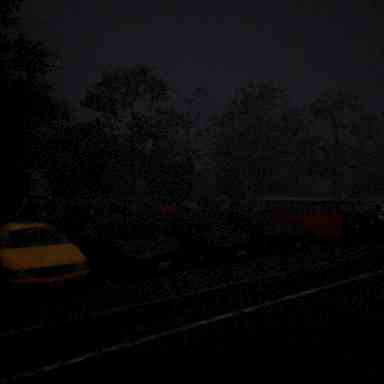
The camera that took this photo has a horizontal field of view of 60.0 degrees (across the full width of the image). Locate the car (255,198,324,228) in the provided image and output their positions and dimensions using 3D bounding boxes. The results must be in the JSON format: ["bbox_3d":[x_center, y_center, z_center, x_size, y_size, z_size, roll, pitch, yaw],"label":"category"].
[{"bbox_3d":[6.579,1.309,22.301,4.553,1.767,2.097,0,0,-35],"label":"car"}]

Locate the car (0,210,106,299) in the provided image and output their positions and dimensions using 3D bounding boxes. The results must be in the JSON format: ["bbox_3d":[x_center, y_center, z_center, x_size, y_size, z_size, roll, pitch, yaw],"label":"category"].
[{"bbox_3d":[-4.279,1.493,8.905,1.946,1.575,5.366,0,0,-35],"label":"car"}]

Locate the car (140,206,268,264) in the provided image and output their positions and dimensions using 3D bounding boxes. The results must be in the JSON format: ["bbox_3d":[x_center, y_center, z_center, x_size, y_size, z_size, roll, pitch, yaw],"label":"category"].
[{"bbox_3d":[0.156,1.505,12.250,2.163,1.488,4.792,0,0,-35],"label":"car"}]

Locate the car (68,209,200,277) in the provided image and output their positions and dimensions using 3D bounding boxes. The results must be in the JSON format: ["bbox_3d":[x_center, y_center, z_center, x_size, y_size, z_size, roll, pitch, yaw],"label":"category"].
[{"bbox_3d":[-2.107,1.516,10.642,2.163,1.488,4.792,0,0,-35],"label":"car"}]

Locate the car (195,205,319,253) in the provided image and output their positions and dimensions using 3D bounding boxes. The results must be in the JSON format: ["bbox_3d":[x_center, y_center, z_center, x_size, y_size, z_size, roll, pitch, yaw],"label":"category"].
[{"bbox_3d":[2.418,1.495,13.859,2.163,1.488,4.792,0,0,-35],"label":"car"}]

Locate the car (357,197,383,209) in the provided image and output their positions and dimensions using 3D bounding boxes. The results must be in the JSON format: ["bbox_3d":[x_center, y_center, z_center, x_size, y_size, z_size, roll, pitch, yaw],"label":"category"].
[{"bbox_3d":[26.387,1.549,46.980,2.097,1.535,5.008,0,0,-35],"label":"car"}]

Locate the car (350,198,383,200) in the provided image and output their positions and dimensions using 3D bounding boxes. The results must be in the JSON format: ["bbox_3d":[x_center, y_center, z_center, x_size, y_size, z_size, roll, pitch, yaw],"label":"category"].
[{"bbox_3d":[13.600,1.432,22.073,1.946,1.575,5.366,0,0,-35],"label":"car"}]

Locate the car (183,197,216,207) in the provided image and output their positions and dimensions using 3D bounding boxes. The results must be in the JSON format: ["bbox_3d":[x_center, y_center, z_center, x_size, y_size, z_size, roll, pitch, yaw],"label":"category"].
[{"bbox_3d":[-0.602,1.442,27.803,2.097,1.535,5.008,0,0,-35],"label":"car"}]

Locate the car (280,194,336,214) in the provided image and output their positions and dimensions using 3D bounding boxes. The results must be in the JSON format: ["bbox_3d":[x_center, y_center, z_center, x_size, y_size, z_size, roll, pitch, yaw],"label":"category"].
[{"bbox_3d":[12.924,1.215,37.449,2.435,2.045,5.566,0,0,-35],"label":"car"}]

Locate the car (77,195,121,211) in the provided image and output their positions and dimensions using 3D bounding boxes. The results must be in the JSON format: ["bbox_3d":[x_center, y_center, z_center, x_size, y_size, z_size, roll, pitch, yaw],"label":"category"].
[{"bbox_3d":[-7.355,1.222,22.960,2.435,2.045,5.566,0,0,-35],"label":"car"}]

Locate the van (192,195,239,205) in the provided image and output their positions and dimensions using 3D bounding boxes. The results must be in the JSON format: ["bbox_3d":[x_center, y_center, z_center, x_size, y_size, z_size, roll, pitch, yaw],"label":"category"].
[{"bbox_3d":[1.734,1.209,29.324,1.878,1.987,4.442,0,0,-36],"label":"van"}]

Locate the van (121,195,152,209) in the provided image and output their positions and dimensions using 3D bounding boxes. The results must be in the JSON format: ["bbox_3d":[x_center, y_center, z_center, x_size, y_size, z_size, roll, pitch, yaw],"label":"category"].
[{"bbox_3d":[-5.047,1.237,24.492,1.878,1.987,4.442,0,0,-35],"label":"van"}]

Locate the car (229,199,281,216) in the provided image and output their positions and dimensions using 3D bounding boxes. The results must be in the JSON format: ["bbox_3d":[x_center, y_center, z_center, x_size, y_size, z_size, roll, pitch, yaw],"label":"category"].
[{"bbox_3d":[6.049,1.462,32.561,2.163,1.488,4.792,0,0,-35],"label":"car"}]

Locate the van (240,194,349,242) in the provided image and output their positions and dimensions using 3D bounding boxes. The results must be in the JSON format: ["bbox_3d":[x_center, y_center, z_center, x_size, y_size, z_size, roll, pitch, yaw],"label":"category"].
[{"bbox_3d":[4.596,1.229,15.586,1.878,1.987,4.442,0,0,-35],"label":"van"}]

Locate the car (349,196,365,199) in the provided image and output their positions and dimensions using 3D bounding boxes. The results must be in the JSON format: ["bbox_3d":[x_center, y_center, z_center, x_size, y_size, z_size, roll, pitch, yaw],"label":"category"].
[{"bbox_3d":[17.562,1.491,40.483,1.946,1.575,5.366,0,0,-35],"label":"car"}]

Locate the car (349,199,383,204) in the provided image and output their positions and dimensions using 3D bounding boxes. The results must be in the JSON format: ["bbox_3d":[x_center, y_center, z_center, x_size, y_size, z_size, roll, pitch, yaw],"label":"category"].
[{"bbox_3d":[11.456,1.434,20.313,2.231,1.521,4.892,0,0,-35],"label":"car"}]

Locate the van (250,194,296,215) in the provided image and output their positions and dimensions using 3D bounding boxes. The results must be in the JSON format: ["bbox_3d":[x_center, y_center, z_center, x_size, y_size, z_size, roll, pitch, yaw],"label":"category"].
[{"bbox_3d":[8.257,1.215,34.238,1.878,1.987,4.442,0,0,-35],"label":"van"}]

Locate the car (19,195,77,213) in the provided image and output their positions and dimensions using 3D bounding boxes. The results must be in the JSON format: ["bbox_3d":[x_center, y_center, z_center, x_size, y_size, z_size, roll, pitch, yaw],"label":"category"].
[{"bbox_3d":[-9.613,1.232,21.355,2.435,2.045,5.566,0,0,-35],"label":"car"}]

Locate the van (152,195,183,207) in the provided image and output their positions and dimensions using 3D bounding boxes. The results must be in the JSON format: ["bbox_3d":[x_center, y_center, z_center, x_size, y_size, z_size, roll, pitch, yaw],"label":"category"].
[{"bbox_3d":[-2.924,1.227,26.288,1.878,1.987,4.442,0,0,-35],"label":"van"}]

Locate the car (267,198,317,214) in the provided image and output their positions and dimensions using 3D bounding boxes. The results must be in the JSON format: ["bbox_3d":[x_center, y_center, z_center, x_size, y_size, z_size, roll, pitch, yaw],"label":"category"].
[{"bbox_3d":[10.699,1.482,35.797,2.163,1.488,4.792,0,0,-35],"label":"car"}]

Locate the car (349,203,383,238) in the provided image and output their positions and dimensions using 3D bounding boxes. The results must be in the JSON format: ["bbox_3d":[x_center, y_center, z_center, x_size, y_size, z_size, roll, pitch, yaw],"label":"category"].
[{"bbox_3d":[6.910,1.475,17.124,2.163,1.488,4.792,0,0,-35],"label":"car"}]
